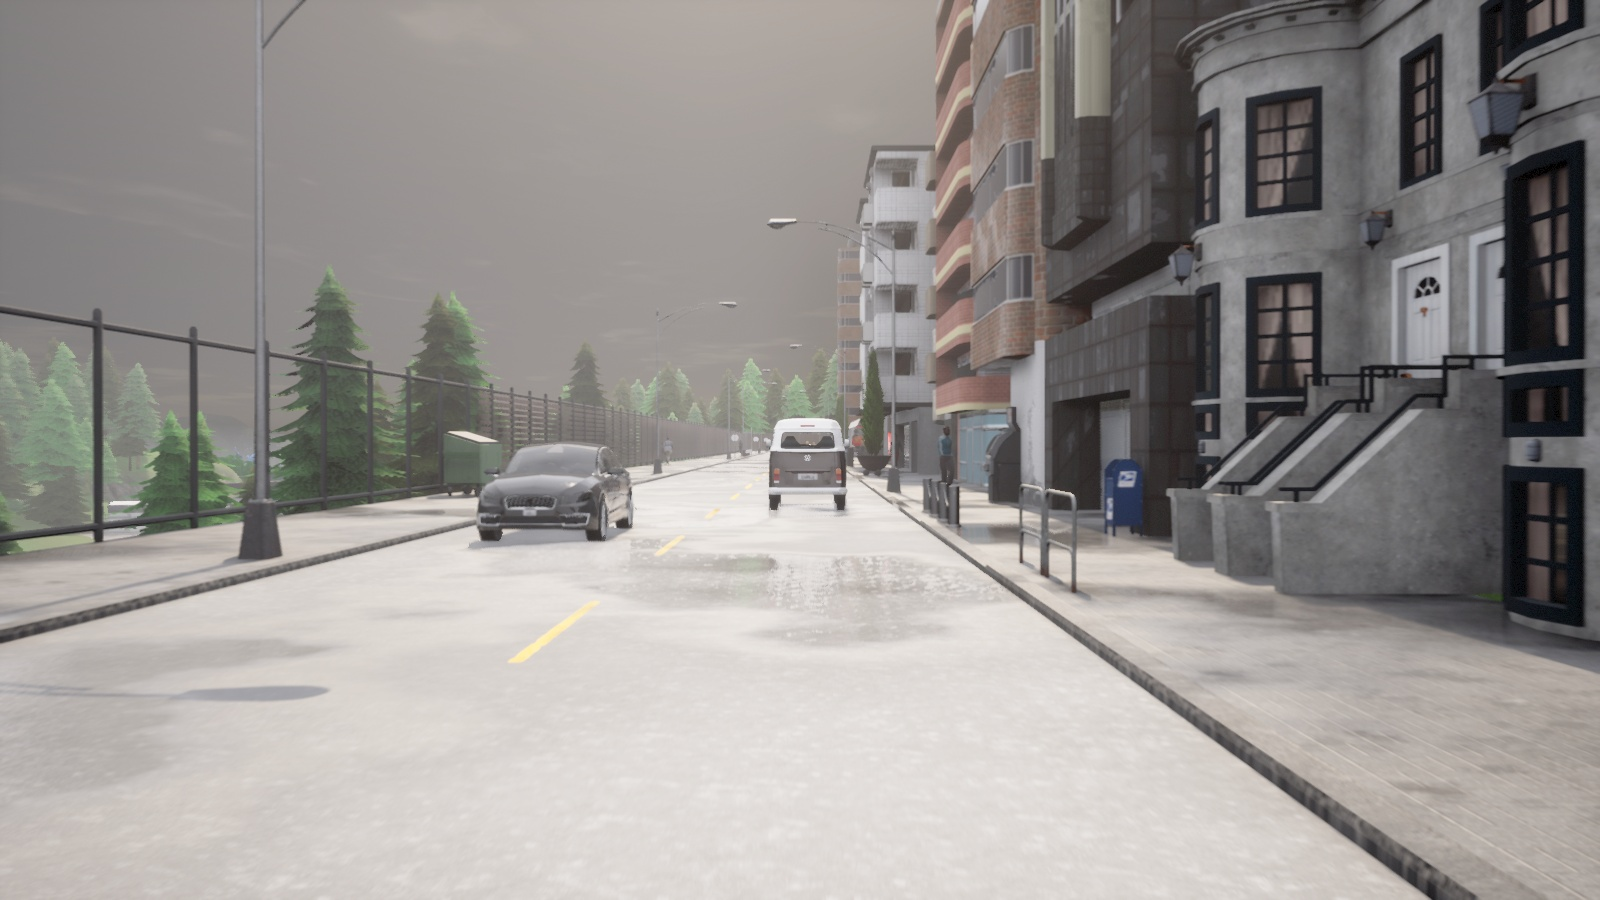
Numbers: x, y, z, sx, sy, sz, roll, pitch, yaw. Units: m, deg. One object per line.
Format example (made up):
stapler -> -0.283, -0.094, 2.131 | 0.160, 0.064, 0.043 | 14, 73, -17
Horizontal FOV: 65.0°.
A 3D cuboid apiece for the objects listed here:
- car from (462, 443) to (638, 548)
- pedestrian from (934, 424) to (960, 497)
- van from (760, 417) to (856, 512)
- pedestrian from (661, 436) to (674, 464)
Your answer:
car -> -3.870, 0.634, 20.294 | 1.837, 1.490, 4.892 | 0, 0, 0
pedestrian -> 3.932, 0.266, 33.563 | 0.396, 1.930, 0.692 | 0, 0, -25
van -> 0.178, 0.305, 29.324 | 2.069, 2.038, 4.480 | 0, 0, 0
pedestrian -> -8.695, -0.015, 82.414 | 0.874, 1.855, 0.900 | 0, 0, -4
